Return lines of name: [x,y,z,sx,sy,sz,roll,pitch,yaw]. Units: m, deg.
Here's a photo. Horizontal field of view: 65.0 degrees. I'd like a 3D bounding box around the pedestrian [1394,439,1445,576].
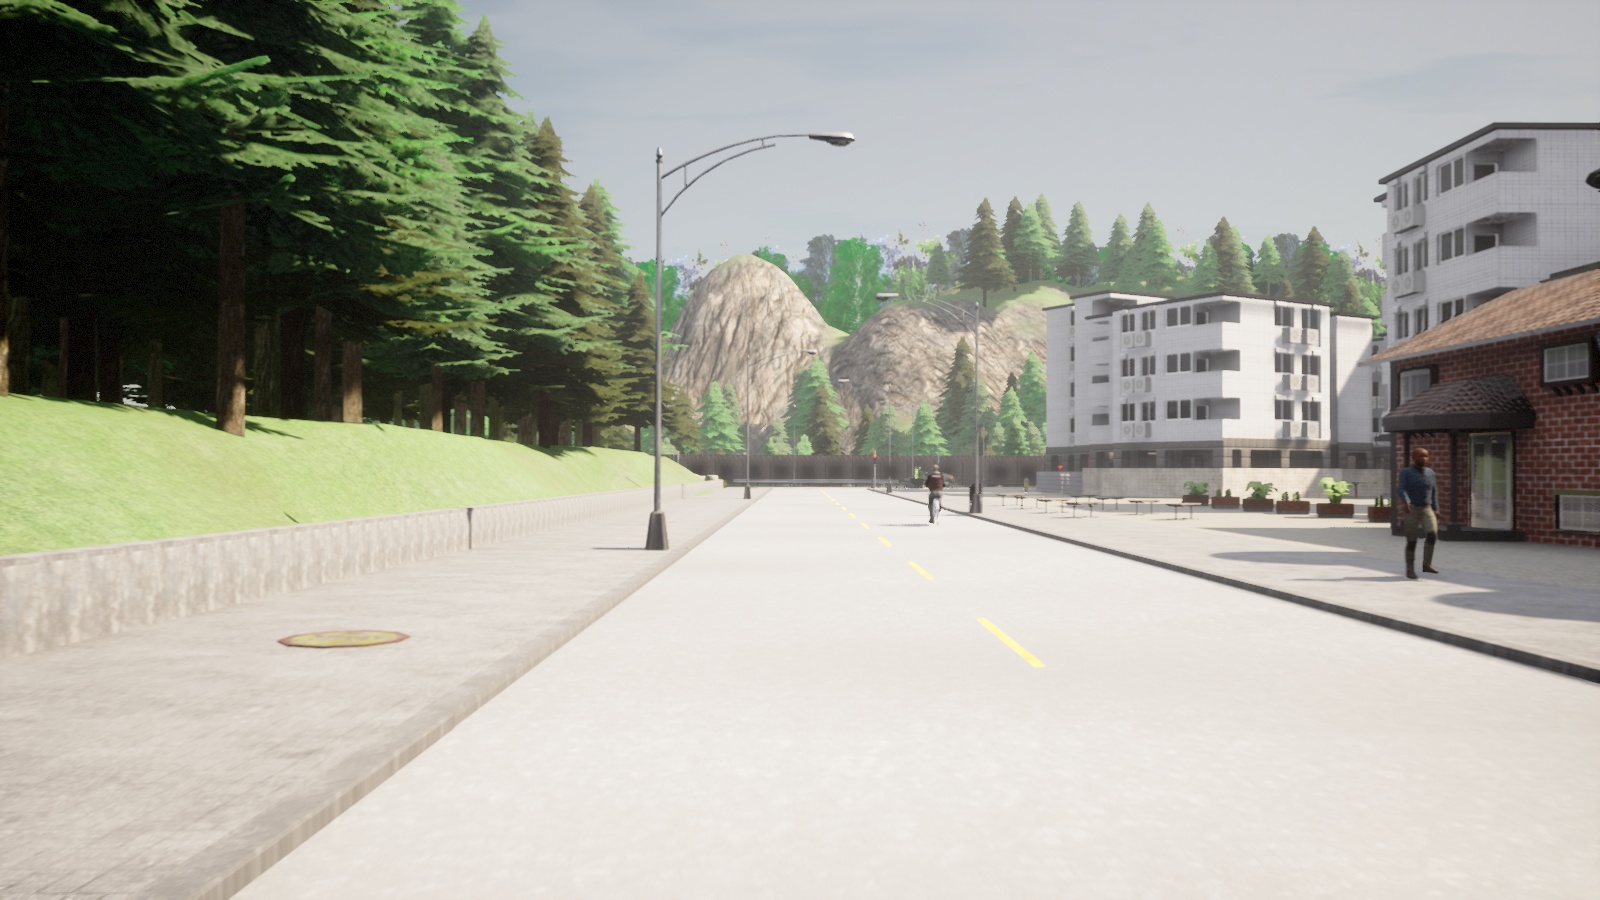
pedestrian: [8.462,0.775,17.170,0.370,1.835,0.726,0,-1,5]
